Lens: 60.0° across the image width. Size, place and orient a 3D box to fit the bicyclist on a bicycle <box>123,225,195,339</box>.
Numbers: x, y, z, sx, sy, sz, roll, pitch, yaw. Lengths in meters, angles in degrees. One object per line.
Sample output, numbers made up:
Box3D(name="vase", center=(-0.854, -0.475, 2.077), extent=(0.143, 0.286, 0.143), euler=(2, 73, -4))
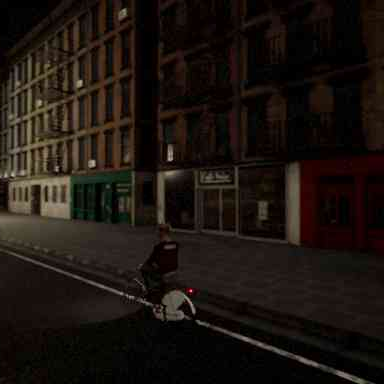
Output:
Box3D(name="bicyclist on a bicycle", center=(-0.629, 1.425, 5.619), extent=(1.843, 1.776, 0.659), euler=(0, 0, 44))
